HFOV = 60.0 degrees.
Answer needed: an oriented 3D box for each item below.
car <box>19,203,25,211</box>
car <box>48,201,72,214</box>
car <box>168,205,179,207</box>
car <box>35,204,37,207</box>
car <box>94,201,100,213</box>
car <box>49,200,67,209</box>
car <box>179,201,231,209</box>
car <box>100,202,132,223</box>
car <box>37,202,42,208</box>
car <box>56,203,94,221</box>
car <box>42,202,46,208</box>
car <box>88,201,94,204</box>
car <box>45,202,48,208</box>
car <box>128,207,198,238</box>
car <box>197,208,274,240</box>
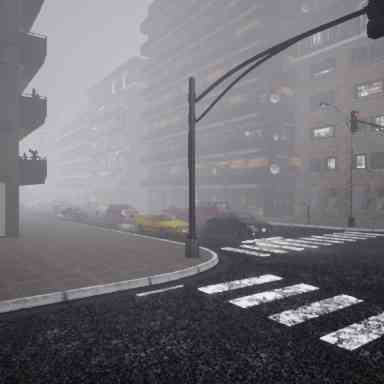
[{"bbox_3d":[-31.946,2.770,61.287,1.887,1.381,4.507,-1,0,-36],"label":"car"},{"bbox_3d":[-18.457,2.425,47.320,2.033,1.411,5.357,0,-1,-35],"label":"car"},{"bbox_3d":[-1.885,2.045,34.214,1.887,1.381,4.507,-1,0,-36],"label":"car"},{"bbox_3d":[-38.573,3.168,84.563,1.947,1.339,4.313,-1,0,-36],"label":"car"},{"bbox_3d":[-12.437,2.290,49.550,1.801,1.575,5.366,0,-1,-36],"label":"car"},{"bbox_3d":[-28.577,2.623,70.829,2.192,1.841,5.009,-1,0,-36],"label":"car"},{"bbox_3d":[1.444,1.713,29.638,2.192,1.841,5.009,-1,0,-36],"label":"car"},{"bbox_3d":[-6.325,1.857,30.559,2.097,1.767,4.553,0,-1,-36],"label":"car"},{"bbox_3d":[-35.243,3.049,79.983,1.887,1.381,4.507,-1,0,-36],"label":"car"},{"bbox_3d":[-11.930,2.163,33.825,1.887,1.381,4.507,-1,0,-36],"label":"car"},{"bbox_3d":[-31.906,2.973,75.405,1.947,1.339,4.313,-1,0,-36],"label":"car"},{"bbox_3d":[-16.462,2.307,55.009,2.097,1.767,4.553,0,-1,-36],"label":"car"},{"bbox_3d":[-25.285,2.755,62.001,1.895,1.301,4.718,0,-1,-36],"label":"car"},{"bbox_3d":[-1.823,1.833,19.956,1.752,1.417,4.829,-1,0,-36],"label":"car"},{"bbox_3d":[2.477,1.798,18.481,1.994,1.385,4.181,0,-1,-36],"label":"car"}]
